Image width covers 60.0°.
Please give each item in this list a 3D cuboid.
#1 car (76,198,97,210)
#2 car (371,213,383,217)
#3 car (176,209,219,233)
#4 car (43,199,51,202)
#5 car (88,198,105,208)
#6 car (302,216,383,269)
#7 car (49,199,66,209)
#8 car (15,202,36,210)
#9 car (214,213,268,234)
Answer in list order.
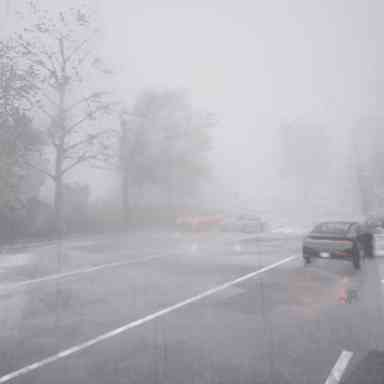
[{"bbox_3d":[-20.399,2.226,64.721,2.435,2.045,5.566,-2,0,-3],"label":"car"},{"bbox_3d":[14.053,2.212,24.285,1.895,1.301,4.718,-2,-2,37],"label":"car"},{"bbox_3d":[0.737,2.200,26.581,2.097,1.767,4.553,-2,-2,36],"label":"car"},{"bbox_3d":[-28.895,2.492,67.415,2.435,2.045,5.566,-2,0,-2],"label":"car"},{"bbox_3d":[-17.547,2.129,63.787,2.435,2.045,5.566,-2,0,-3],"label":"car"},{"bbox_3d":[5.718,1.866,12.712,2.128,1.511,4.902,-2,-2,36],"label":"car"},{"bbox_3d":[-26.032,2.661,66.290,1.946,1.575,5.366,-2,0,-2],"label":"car"},{"bbox_3d":[-34.528,2.902,69.215,2.163,1.488,4.792,-1,1,-2],"label":"car"},{"bbox_3d":[3.940,2.365,25.027,1.895,1.301,4.718,-2,-2,36],"label":"car"}]
